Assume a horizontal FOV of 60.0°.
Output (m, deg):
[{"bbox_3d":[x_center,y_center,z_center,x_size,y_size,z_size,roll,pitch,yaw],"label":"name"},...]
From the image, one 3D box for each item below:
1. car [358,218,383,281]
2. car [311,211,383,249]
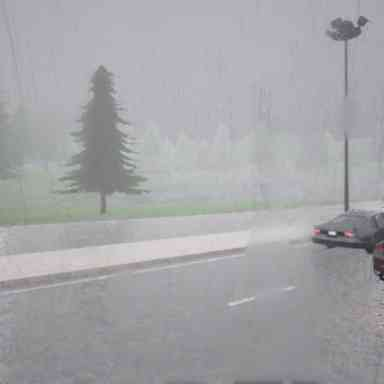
[{"bbox_3d":[6.388,1.436,8.300,4.892,1.490,1.837,-1,0,-35],"label":"car"},{"bbox_3d":[6.892,1.456,12.959,5.357,1.411,2.033,0,0,-35],"label":"car"}]
